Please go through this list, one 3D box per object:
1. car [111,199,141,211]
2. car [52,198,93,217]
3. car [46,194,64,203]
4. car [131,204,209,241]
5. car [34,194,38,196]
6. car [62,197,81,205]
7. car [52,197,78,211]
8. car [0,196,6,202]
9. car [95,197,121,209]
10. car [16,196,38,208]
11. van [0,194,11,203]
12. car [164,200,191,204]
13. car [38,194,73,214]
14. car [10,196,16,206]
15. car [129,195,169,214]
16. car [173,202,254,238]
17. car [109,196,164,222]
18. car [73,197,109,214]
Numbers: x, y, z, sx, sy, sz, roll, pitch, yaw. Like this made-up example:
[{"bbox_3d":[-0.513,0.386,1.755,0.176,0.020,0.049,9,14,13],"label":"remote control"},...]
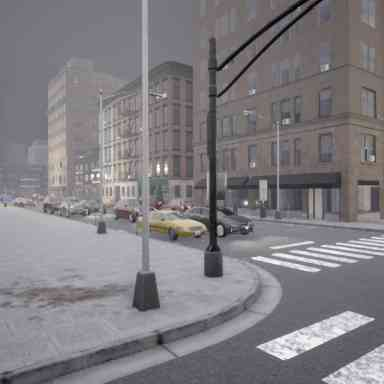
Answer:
[{"bbox_3d":[-8.024,1.539,40.337,1.947,1.339,4.313,0,0,-36],"label":"car"},{"bbox_3d":[-11.205,1.565,31.045,2.008,1.369,4.403,0,0,-36],"label":"car"},{"bbox_3d":[-27.944,1.283,67.854,2.192,1.841,5.009,0,0,-36],"label":"car"},{"bbox_3d":[-1.145,1.543,17.148,1.752,1.417,4.829,0,0,-36],"label":"car"},{"bbox_3d":[-34.584,1.533,77.028,1.947,1.339,4.313,0,0,-36],"label":"car"},{"bbox_3d":[-21.304,1.520,58.682,2.008,1.369,4.403,0,0,-36],"label":"car"},{"bbox_3d":[-16.378,1.477,42.613,1.882,1.535,5.008,0,0,-36],"label":"car"},{"bbox_3d":[-44.404,1.557,76.909,2.008,1.369,4.403,0,0,-36],"label":"car"},{"bbox_3d":[-11.443,1.498,45.061,1.752,1.417,4.829,0,0,-36],"label":"car"},{"bbox_3d":[-24.485,1.592,49.391,1.802,1.307,4.206,0,0,-36],"label":"car"},{"bbox_3d":[-37.765,1.348,67.735,1.690,1.788,3.998,0,0,-36],"label":"van"},{"bbox_3d":[-1.384,1.416,31.163,1.967,1.590,4.097,0,0,-36],"label":"car"},{"bbox_3d":[-14.526,1.328,35.631,2.192,1.841,5.009,0,0,-36],"label":"car"},{"bbox_3d":[-27.705,1.534,53.839,1.752,1.417,4.829,0,0,-36],"label":"car"},{"bbox_3d":[-4.705,1.289,35.750,2.192,1.841,5.009,0,0,-36],"label":"car"},{"bbox_3d":[1.224,1.510,18.186,1.837,1.490,4.892,0,0,-37],"label":"car"},{"bbox_3d":[-4.450,1.355,26.041,2.097,1.767,4.553,0,0,-36],"label":"car"},{"bbox_3d":[-10.364,1.506,34.227,1.837,1.490,4.892,0,0,-36],"label":"car"}]
